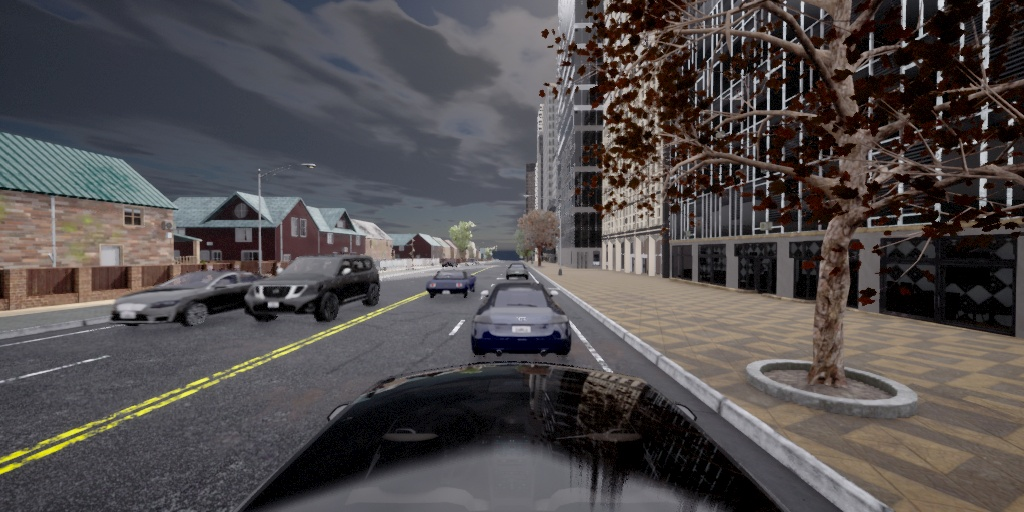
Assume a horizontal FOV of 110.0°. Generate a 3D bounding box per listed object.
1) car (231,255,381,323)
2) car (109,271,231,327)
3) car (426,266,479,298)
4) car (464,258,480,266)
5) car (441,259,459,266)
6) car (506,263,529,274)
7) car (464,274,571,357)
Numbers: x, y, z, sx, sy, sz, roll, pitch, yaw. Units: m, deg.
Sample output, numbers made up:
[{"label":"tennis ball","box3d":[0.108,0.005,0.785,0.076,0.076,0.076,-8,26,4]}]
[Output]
[{"label":"car","box3d":[-6.470,0.972,12.533,2.150,2.045,5.566,0,0,1]},{"label":"car","box3d":[-9.732,1.242,11.566,2.128,1.511,4.902,0,0,1]},{"label":"car","box3d":[-2.947,1.356,18.493,1.895,1.301,4.718,0,0,1]},{"label":"car","box3d":[-5.871,0.961,52.967,2.128,1.511,4.902,0,0,1]},{"label":"car","box3d":[-9.122,1.134,52.979,1.895,1.301,4.718,0,0,1]},{"label":"car","box3d":[0.479,1.339,32.733,1.994,1.385,4.181,0,0,1]},{"label":"car","box3d":[0.187,1.314,8.579,1.994,1.385,4.181,0,0,0]}]
